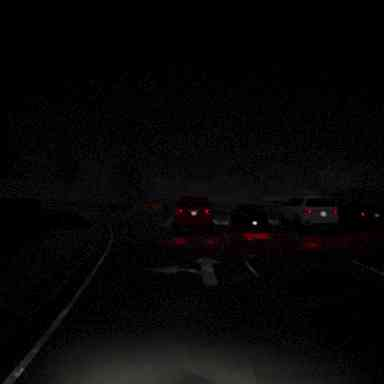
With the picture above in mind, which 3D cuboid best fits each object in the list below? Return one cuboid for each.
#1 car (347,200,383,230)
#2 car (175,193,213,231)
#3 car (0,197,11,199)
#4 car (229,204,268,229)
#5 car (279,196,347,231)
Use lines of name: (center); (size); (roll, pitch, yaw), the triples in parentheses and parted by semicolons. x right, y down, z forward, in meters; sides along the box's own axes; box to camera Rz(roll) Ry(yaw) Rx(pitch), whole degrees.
car: (10.603, 1.374, 21.186); (2.097, 1.767, 4.553); (0, 0, 0)
car: (0.103, 1.243, 20.664); (2.150, 2.045, 5.566); (0, 0, 0)
car: (-39.021, 1.620, 69.061); (4.181, 1.385, 1.994); (0, 0, 40)
car: (3.605, 1.527, 21.526); (1.837, 1.490, 4.892); (0, 0, 0)
car: (7.103, 1.243, 20.643); (2.150, 2.045, 5.566); (0, 0, 0)
